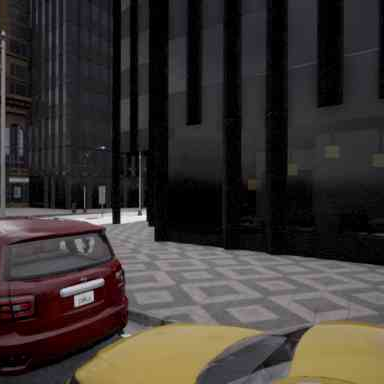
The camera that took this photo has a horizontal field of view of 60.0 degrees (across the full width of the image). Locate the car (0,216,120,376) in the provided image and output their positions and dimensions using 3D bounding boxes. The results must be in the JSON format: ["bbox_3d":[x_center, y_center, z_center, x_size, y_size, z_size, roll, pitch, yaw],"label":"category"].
[{"bbox_3d":[-3.189,1.314,5.228,5.009,1.841,2.192,0,0,35],"label":"car"}]

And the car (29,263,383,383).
[{"bbox_3d":[1.092,1.525,2.180,4.829,1.417,1.752,0,0,35],"label":"car"}]
